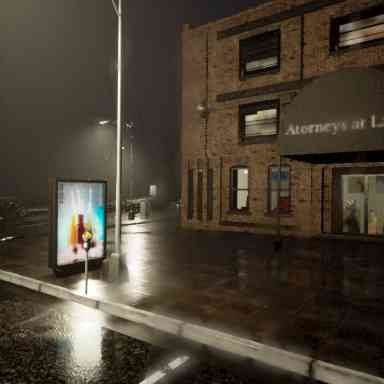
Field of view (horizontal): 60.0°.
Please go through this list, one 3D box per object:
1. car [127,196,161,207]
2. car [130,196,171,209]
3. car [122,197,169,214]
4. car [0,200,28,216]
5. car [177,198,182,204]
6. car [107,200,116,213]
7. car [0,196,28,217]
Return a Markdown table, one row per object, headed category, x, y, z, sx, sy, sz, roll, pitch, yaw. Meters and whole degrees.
| category | x | y | z | sx | sy | sz | roll | pitch | yaw |
| --- | --- | --- | --- | --- | --- | --- | --- | --- | --- |
| car | -6.521 | 1.315 | 45.748 | 1.895 | 1.301 | 4.718 | 1 | 1 | 36 |
| car | -5.148 | 1.315 | 42.127 | 2.033 | 1.411 | 5.357 | 1 | 1 | 36 |
| car | -4.180 | 1.390 | 32.062 | 2.128 | 1.511 | 4.902 | 1 | 1 | 36 |
| car | -17.740 | 1.429 | 30.340 | 1.895 | 1.301 | 4.718 | 1 | 1 | 33 |
| car | -0.410 | 1.180 | 54.074 | 1.812 | 1.442 | 4.674 | 1 | 1 | 37 |
| car | -6.791 | 1.457 | 34.000 | 1.895 | 1.301 | 4.718 | 1 | 1 | 36 |
| car | -16.000 | 1.232 | 27.128 | 2.097 | 1.767 | 4.553 | 1 | 1 | 35 |
